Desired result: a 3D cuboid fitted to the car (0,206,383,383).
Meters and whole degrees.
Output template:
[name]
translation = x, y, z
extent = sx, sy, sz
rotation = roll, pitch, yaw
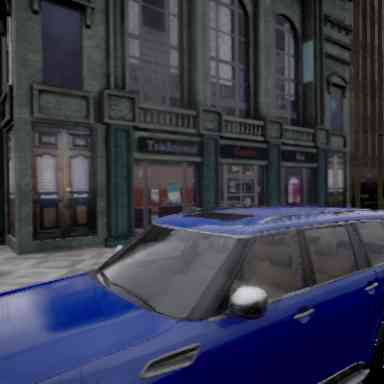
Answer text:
[car]
translation = 0.422, 1.221, 3.680
extent = 5.566, 2.045, 2.150
rotation = 0, 0, -36
